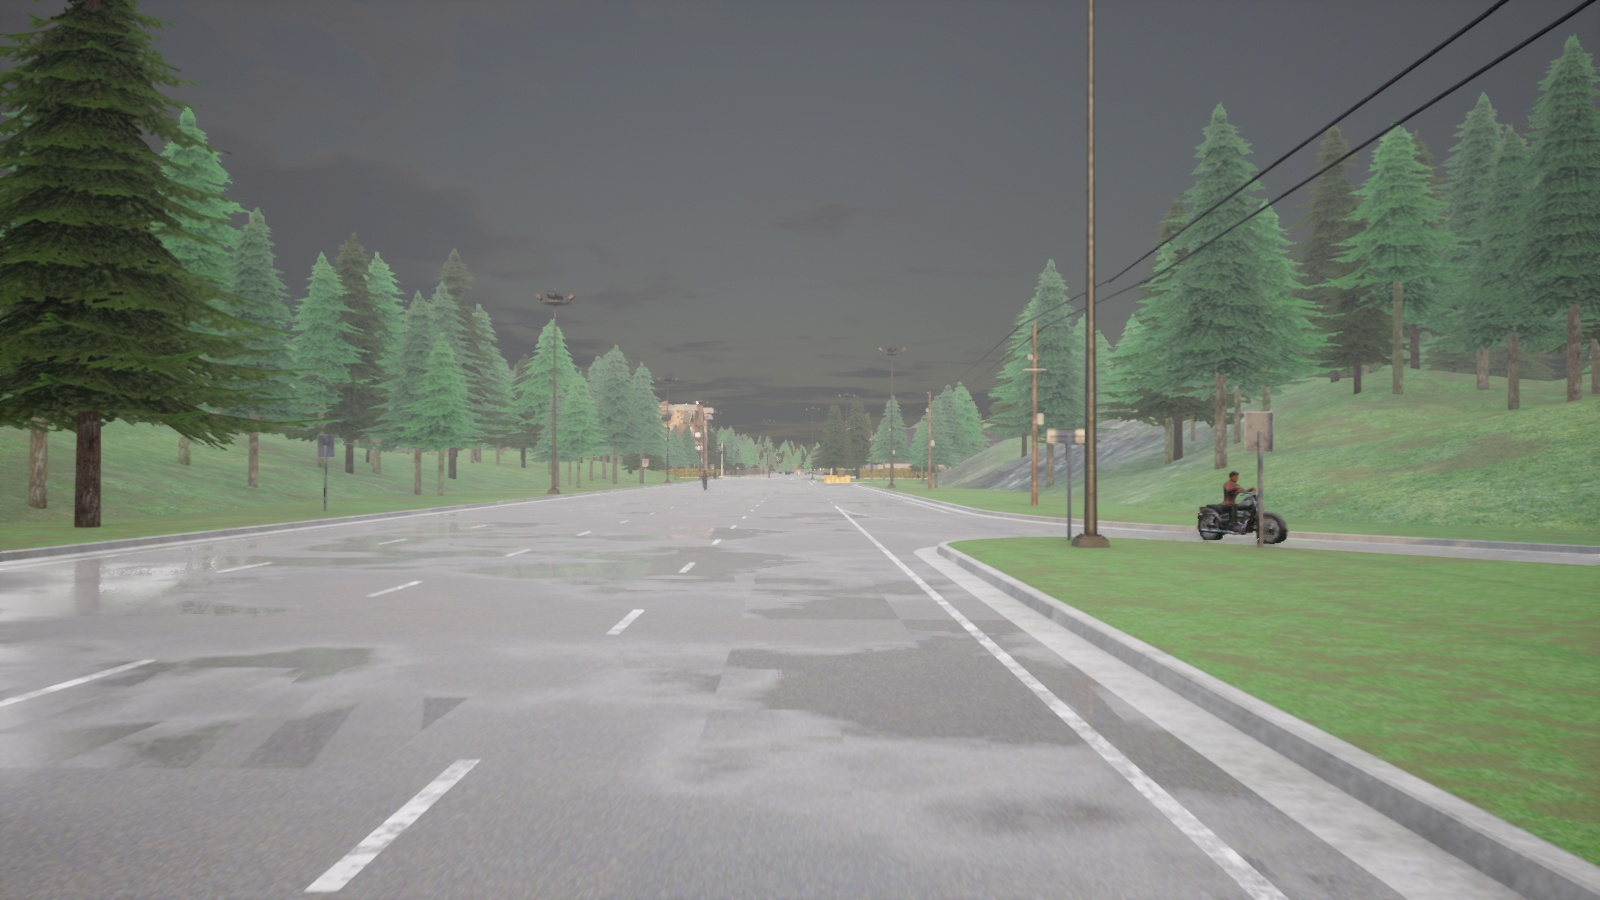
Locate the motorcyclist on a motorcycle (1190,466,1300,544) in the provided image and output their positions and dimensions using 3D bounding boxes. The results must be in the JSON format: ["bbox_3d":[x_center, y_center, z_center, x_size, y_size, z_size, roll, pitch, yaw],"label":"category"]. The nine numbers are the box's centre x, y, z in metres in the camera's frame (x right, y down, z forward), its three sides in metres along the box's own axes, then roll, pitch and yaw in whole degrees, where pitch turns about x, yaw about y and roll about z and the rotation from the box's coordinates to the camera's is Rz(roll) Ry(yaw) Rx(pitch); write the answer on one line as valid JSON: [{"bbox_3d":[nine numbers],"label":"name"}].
[{"bbox_3d":[9.906,1.195,28.063,0.766,1.649,2.350,1,-1,-31],"label":"motorcyclist on a motorcycle"}]
